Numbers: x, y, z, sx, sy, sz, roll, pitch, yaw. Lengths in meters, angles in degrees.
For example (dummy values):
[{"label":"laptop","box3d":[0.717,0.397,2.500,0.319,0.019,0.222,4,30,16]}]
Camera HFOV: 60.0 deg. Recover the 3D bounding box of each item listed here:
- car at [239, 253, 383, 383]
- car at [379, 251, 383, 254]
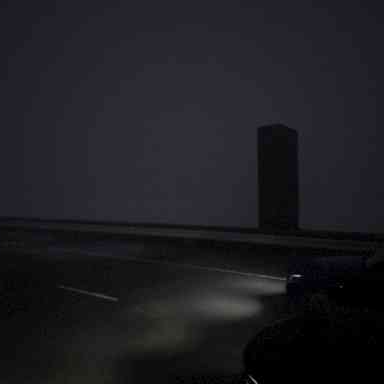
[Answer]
[{"label":"car","box3d":[2.679,1.452,1.987,5.008,1.535,1.882,-1,0,36]},{"label":"car","box3d":[3.895,1.501,5.420,4.674,1.442,1.812,-1,0,35]}]
